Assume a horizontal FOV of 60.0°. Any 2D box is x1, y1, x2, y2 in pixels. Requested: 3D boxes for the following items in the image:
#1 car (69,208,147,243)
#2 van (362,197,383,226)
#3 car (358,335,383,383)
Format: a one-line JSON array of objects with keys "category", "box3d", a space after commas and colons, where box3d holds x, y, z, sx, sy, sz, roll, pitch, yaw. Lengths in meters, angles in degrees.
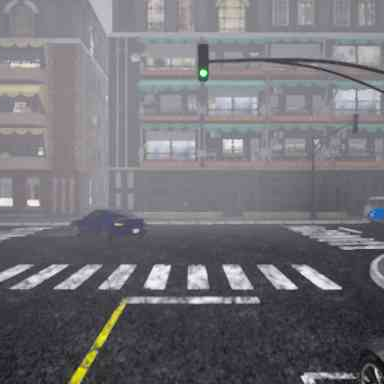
[{"category": "car", "box3d": [-3.999, 1.477, 15.665, 1.812, 1.442, 4.674, 1, -1, -45]}, {"category": "van", "box3d": [13.089, 1.208, 21.214, 3.998, 1.788, 1.690, 0, 0, 0]}, {"category": "car", "box3d": [2.574, 1.559, 1.644, 1.947, 1.339, 4.313, 1, 0, 0]}]
